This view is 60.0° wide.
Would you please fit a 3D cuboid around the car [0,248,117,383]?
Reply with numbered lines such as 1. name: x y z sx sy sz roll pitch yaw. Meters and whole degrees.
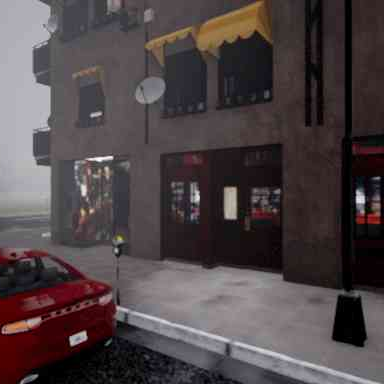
1. car: -3.114 1.539 5.112 4.507 1.381 1.887 0 0 36
